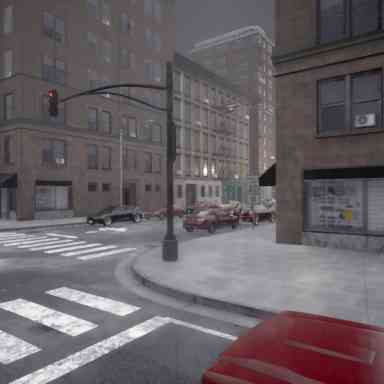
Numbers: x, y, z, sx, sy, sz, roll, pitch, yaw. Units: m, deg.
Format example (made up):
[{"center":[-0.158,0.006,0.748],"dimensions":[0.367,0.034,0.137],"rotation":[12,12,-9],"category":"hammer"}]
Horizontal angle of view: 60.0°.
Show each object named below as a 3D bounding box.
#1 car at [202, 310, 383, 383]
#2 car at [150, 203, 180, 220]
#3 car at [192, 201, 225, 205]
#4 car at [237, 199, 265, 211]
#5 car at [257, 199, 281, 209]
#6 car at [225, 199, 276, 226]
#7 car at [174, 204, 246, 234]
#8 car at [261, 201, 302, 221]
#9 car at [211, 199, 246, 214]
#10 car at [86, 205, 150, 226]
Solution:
[{"center":[2.320,1.601,2.034],"dimensions":[4.718,1.301,1.895],"rotation":[0,0,36],"category":"car"},{"center":[-2.174,1.603,28.075],"dimensions":[1.802,1.307,4.206],"rotation":[0,0,36],"category":"car"},{"center":[1.040,1.564,32.560],"dimensions":[1.887,1.381,4.507],"rotation":[0,0,36],"category":"car"},{"center":[7.469,1.599,41.531],"dimensions":[1.802,1.307,4.206],"rotation":[0,0,36],"category":"car"},{"center":[10.683,1.600,46.016],"dimensions":[1.802,1.307,4.206],"rotation":[0,0,36],"category":"car"},{"center":[4.349,1.411,23.402],"dimensions":[1.967,1.590,4.097],"rotation":[0,0,36],"category":"car"},{"center":[1.135,1.555,18.916],"dimensions":[1.802,1.307,4.206],"rotation":[0,0,36],"category":"car"},{"center":[7.664,1.494,28.026],"dimensions":[1.752,1.417,4.829],"rotation":[0,0,36],"category":"car"},{"center":[4.155,1.543,36.907],"dimensions":[1.752,1.417,4.829],"rotation":[0,0,36],"category":"car"},{"center":[-5.389,1.589,23.589],"dimensions":[1.947,1.339,4.313],"rotation":[0,0,36],"category":"car"}]
